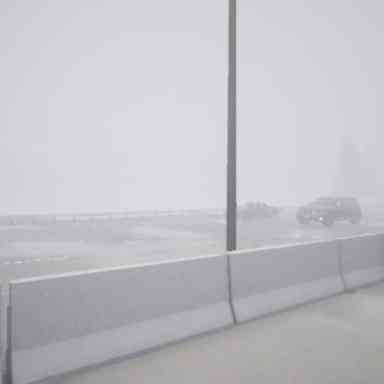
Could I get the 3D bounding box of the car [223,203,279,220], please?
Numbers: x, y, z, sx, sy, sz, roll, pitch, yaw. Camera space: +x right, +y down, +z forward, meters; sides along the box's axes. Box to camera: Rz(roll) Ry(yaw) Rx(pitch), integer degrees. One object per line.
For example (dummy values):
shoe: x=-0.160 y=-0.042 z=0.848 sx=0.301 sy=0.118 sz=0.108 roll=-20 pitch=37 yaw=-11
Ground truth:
car: x=5.271 y=1.655 z=29.151 sx=5.357 sy=1.411 sz=2.033 roll=0 pitch=0 yaw=-35

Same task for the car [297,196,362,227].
car: x=9.944 y=1.336 z=23.877 sx=5.566 sy=2.045 sz=2.150 roll=1 pitch=-1 yaw=-35
